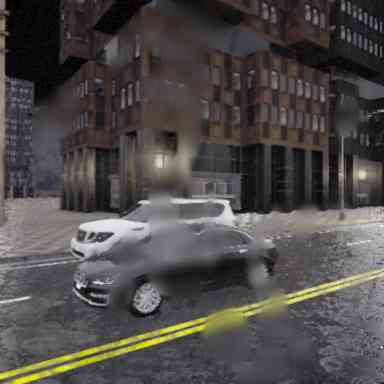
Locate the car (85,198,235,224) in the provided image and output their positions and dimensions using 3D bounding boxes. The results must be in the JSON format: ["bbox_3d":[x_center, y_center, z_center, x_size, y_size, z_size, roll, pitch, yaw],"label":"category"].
[{"bbox_3d":[-0.950,1.231,10.915,5.566,2.045,2.150,0,0,-35],"label":"car"}]

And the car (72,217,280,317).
[{"bbox_3d":[-0.102,1.513,7.544,4.892,1.490,1.837,1,0,-35],"label":"car"}]
